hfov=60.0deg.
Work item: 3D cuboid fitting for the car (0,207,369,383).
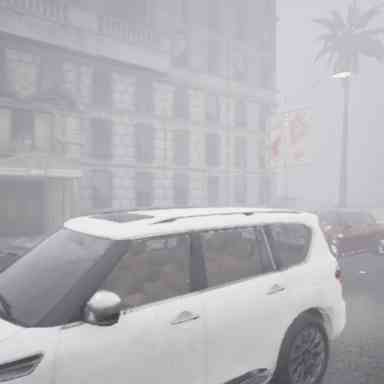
[{"bbox_3d":[-0.582,1.227,3.575,5.566,2.045,2.150,0,0,-37],"label":"car"}]

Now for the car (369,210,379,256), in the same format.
[{"bbox_3d":[4.793,1.380,11.642,4.553,1.767,2.097,0,0,-35],"label":"car"}]

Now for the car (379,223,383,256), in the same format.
[{"bbox_3d":[7.681,1.522,9.386,4.902,1.511,2.128,0,0,-35],"label":"car"}]

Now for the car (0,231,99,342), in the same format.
[{"bbox_3d":[-3.922,1.566,5.486,4.181,1.385,1.994,0,0,-36],"label":"car"}]
